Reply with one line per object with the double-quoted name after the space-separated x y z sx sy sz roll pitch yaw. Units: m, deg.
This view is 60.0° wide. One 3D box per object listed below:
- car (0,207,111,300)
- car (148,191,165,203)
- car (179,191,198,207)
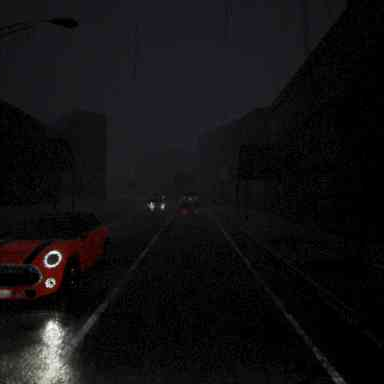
-3.599 1.346 8.600 2.097 1.767 4.553 0 0 0 "car"
-5.444 0.724 50.632 2.097 1.767 4.553 1 2 -14 "car"
-0.444 0.822 42.744 2.150 2.045 5.566 0 1 -5 "car"
